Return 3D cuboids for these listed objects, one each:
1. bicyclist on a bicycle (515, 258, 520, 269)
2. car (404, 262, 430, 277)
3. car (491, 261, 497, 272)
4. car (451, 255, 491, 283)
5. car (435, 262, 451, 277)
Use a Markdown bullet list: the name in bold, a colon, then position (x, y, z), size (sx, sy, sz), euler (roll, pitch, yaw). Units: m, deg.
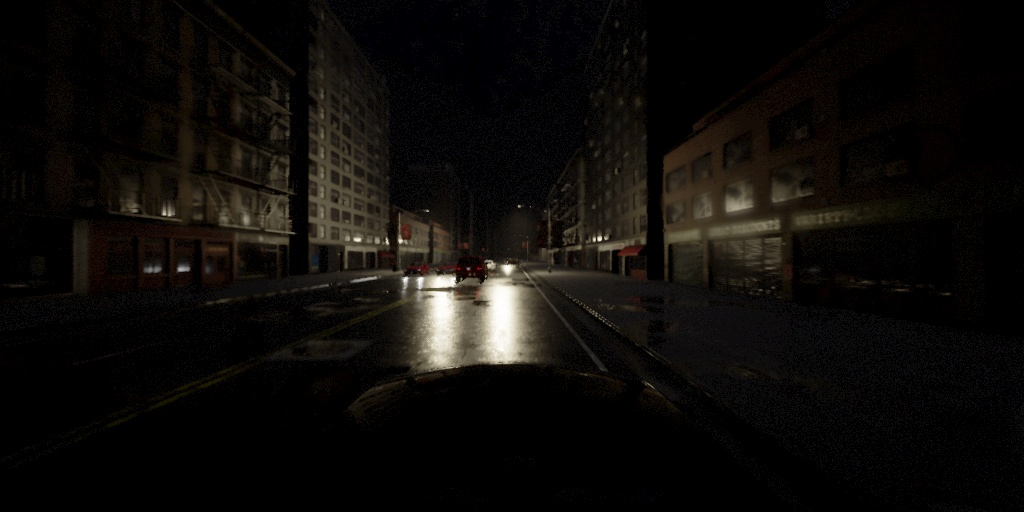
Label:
- **bicyclist on a bicycle**: position (0.892, 1.236, 56.117), size (0.659, 1.776, 1.843), euler (0, 0, 0)
- **car**: position (-9.843, 1.349, 37.415), size (1.812, 1.442, 4.674), euler (0, 0, 0)
- **car**: position (-3.151, 1.374, 48.687), size (1.812, 1.442, 4.674), euler (0, 0, 0)
- **car**: position (-3.154, 1.029, 28.717), size (2.150, 2.045, 5.566), euler (0, 0, 0)
- **car**: position (-6.594, 1.349, 37.351), size (1.812, 1.442, 4.674), euler (0, 0, 0)
